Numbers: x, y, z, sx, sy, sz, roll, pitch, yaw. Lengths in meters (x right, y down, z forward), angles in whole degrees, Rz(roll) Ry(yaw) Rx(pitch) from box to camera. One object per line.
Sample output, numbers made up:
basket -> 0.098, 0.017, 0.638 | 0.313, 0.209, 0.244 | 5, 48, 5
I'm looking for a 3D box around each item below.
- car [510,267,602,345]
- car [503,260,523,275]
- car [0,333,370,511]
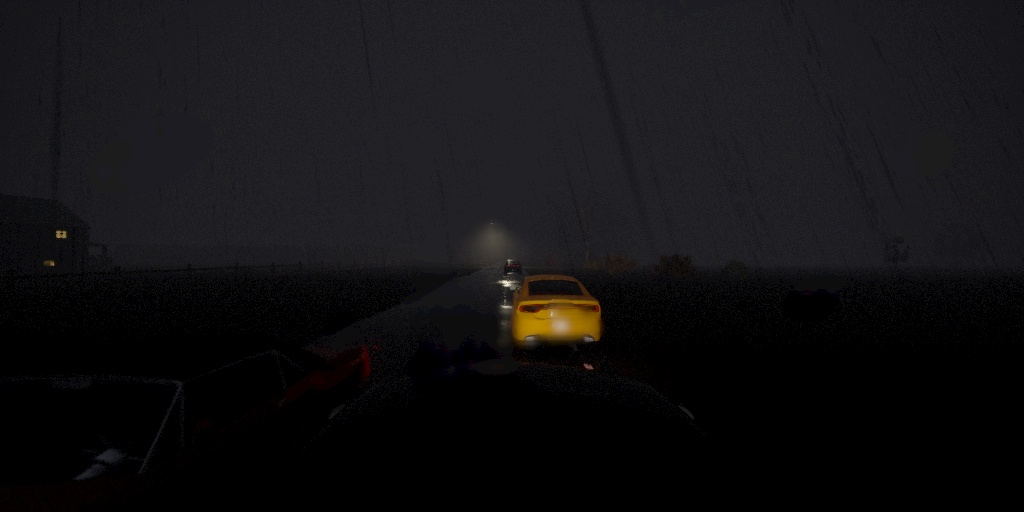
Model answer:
car -> 0.967, 1.226, 9.515 | 1.882, 1.535, 5.008 | 0, 0, 0
car -> 0.104, 1.233, 39.177 | 2.128, 1.511, 4.902 | 0, 0, 0
car -> -2.749, 1.351, 2.373 | 1.895, 1.301, 4.718 | 0, 0, 0
